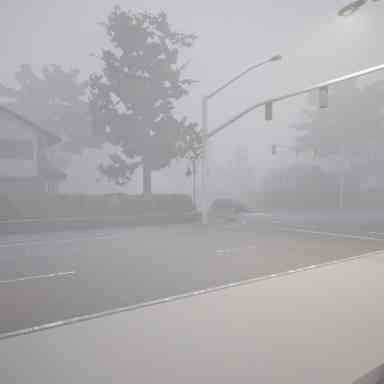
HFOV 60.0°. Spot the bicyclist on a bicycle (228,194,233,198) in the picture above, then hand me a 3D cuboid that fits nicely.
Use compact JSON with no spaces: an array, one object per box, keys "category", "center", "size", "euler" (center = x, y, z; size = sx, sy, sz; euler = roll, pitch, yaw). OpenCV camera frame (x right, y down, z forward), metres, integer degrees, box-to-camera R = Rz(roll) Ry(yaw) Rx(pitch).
[{"category":"bicyclist on a bicycle","center":[5.860,1.176,51.028],"size":[1.656,1.620,0.582],"euler":[0,0,-36]}]

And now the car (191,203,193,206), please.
[{"category":"car","center":[-1.823,1.241,43.779],"size":[2.097,1.767,4.553],"euler":[0,0,-36]}]

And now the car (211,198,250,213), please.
[{"category":"car","center":[4.081,1.416,35.739],"size":[1.837,1.490,4.892],"euler":[0,0,-36]}]
